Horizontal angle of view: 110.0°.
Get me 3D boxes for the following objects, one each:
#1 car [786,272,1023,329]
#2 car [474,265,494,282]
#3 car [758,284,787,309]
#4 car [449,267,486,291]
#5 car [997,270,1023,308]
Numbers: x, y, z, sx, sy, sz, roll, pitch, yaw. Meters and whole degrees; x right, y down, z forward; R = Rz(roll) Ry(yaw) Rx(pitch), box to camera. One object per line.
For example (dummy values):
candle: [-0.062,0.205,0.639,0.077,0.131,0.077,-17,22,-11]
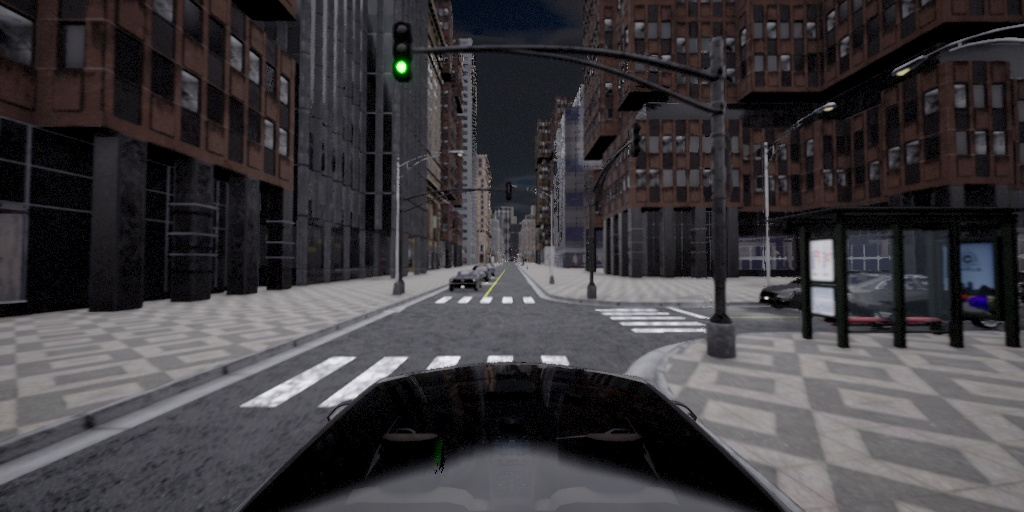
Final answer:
car: [11.507,1.262,10.644,4.902,1.511,2.128,0,-2,0]
car: [-3.090,1.696,35.080,1.837,1.490,4.892,0,-1,0]
car: [12.190,1.352,13.715,4.892,1.490,1.837,0,-2,2]
car: [-3.094,1.655,24.703,1.895,1.301,4.718,0,-1,0]
car: [22.531,1.277,13.751,4.902,1.511,2.128,0,-2,0]
